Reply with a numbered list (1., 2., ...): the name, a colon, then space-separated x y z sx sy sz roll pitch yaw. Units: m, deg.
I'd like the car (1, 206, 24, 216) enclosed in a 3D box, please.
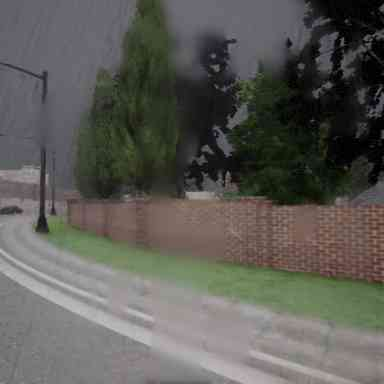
1. car: -27.393 2.864 50.778 1.837 1.490 4.892 -1 -3 -8
